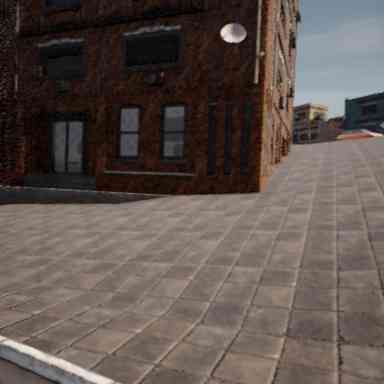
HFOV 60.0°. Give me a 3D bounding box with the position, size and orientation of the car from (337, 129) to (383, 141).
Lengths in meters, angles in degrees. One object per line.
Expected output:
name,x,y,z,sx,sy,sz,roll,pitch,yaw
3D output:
car,16.504,-5.311,32.472,2.185,1.767,4.553,1,2,-27

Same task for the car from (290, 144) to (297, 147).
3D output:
car,11.494,-5.617,42.280,2.231,1.521,4.892,1,2,-27
